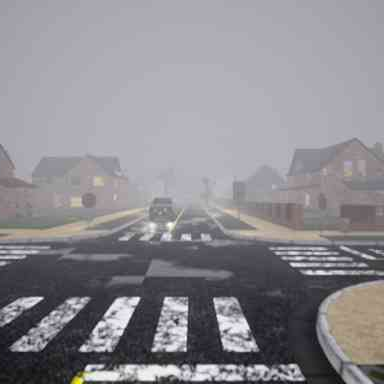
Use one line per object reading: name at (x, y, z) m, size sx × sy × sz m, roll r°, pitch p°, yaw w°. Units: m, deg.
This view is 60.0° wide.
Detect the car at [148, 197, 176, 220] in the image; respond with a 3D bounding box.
car at (-2.723, 1.506, 31.214) m, size 2.150 × 2.045 × 5.566 m, roll 0°, pitch -1°, yaw 0°
